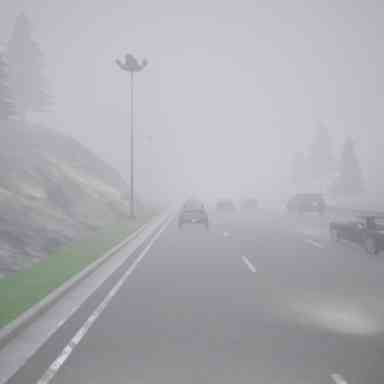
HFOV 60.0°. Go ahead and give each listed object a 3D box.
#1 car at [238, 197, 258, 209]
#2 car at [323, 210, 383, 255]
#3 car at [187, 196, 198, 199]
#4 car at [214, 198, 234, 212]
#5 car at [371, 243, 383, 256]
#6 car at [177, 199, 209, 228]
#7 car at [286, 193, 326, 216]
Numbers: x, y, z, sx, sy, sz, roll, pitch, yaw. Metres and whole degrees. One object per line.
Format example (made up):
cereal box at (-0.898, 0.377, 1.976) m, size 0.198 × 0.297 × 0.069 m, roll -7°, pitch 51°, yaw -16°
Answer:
car at (7.088, 1.380, 42.044) m, size 1.837 × 1.490 × 4.892 m, roll 0°, pitch 0°, yaw 0°
car at (7.096, 1.563, 12.958) m, size 1.895 × 1.301 × 4.718 m, roll 0°, pitch 0°, yaw 0°
car at (0.078, 1.341, 45.716) m, size 1.882 × 1.535 × 5.008 m, roll 0°, pitch 0°, yaw 0°
car at (3.590, 1.367, 37.255) m, size 1.882 × 1.535 × 5.008 m, roll 0°, pitch 0°, yaw 0°
car at (3.599, 1.518, 2.585) m, size 1.812 × 1.442 × 4.674 m, roll 0°, pitch 0°, yaw 0°
car at (0.095, 1.427, 21.341) m, size 2.128 × 1.511 × 4.902 m, roll 0°, pitch 0°, yaw 0°
car at (10.591, 1.131, 31.241) m, size 2.150 × 2.045 × 5.566 m, roll 0°, pitch 0°, yaw 0°
